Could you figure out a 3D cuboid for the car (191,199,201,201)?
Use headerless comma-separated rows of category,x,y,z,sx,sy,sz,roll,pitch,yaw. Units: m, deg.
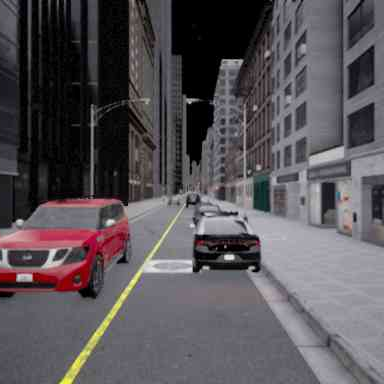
car,1.013,1.527,26.769,1.812,1.442,4.674,0,0,0

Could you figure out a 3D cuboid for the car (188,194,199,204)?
car,0.261,1.328,61.271,2.097,1.767,4.553,0,0,0

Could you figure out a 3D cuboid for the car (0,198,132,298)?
car,-3.065,1.222,8.873,2.150,2.045,5.566,0,0,0

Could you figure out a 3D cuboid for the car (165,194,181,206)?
car,-2.856,1.512,52.967,1.812,1.442,4.674,0,0,0

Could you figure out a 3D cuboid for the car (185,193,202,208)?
car,0.211,1.213,47.512,2.150,2.045,5.566,0,0,1

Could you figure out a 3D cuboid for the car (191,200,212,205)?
car,0.987,1.507,20.770,1.837,1.490,4.892,0,0,0

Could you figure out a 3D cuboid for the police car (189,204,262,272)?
police car,0.945,1.427,10.879,1.930,1.638,5.238,0,0,0
